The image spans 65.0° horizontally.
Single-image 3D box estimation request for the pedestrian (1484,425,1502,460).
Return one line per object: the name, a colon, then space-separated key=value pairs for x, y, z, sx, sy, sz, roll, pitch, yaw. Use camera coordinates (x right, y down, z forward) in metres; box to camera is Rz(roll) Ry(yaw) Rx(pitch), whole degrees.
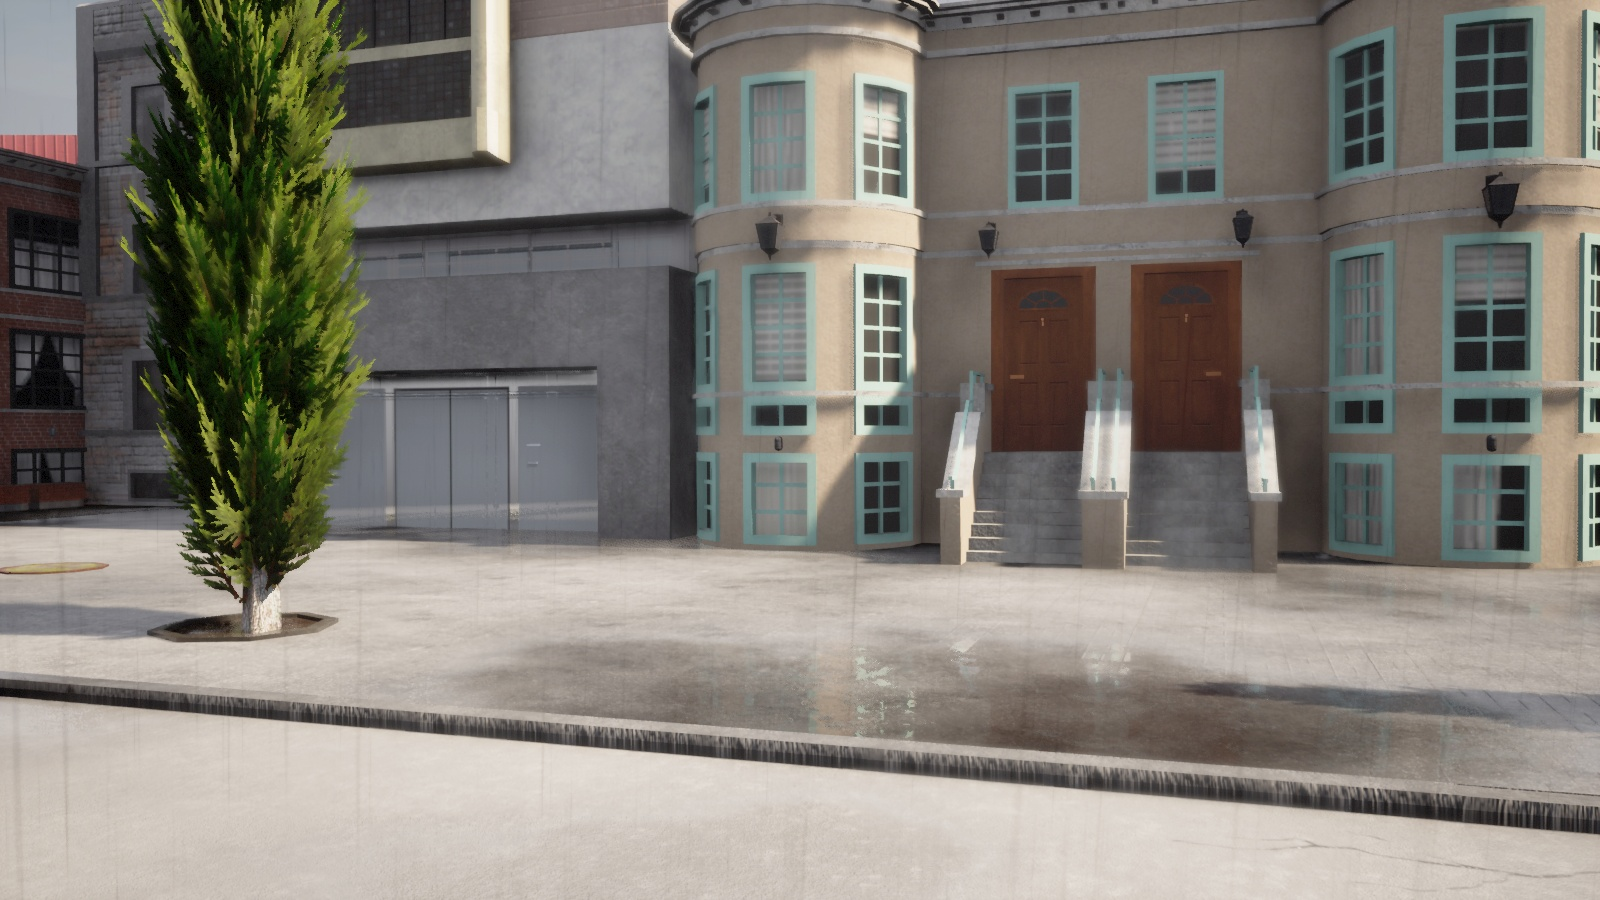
pedestrian: x=36.615 y=-0.392 z=66.373 sx=0.634 sy=1.844 sz=0.899 roll=1 pitch=1 yaw=18
